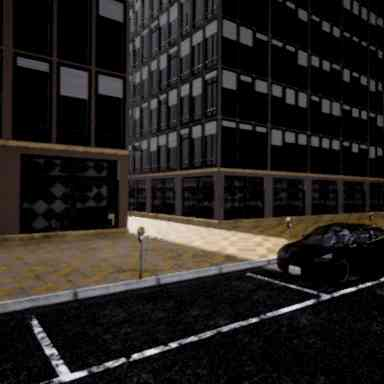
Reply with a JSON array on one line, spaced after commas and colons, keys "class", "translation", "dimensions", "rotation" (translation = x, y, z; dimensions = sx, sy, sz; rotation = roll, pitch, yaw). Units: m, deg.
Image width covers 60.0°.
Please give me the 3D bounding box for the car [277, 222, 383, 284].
[{"class": "car", "translation": [4.378, 1.596, 9.681], "dimensions": [4.313, 1.339, 1.947], "rotation": [0, 0, -36]}]
